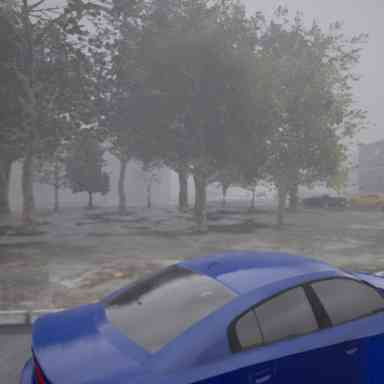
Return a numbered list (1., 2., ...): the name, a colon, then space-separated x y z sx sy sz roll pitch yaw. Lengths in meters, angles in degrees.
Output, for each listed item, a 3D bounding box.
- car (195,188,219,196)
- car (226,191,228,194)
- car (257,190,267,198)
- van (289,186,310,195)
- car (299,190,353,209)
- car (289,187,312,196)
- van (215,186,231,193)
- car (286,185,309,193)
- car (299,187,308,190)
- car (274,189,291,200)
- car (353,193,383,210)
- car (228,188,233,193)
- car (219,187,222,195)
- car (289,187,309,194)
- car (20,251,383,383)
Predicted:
1. car: 3.027 0.092 73.686 4.553 1.767 2.185 0 1 15
2. car: 5.892 -0.078 84.345 4.892 1.521 2.231 0 1 15
3. car: 13.361 0.354 63.341 1.812 1.442 4.674 -1 1 13
4. van: 24.039 -0.308 74.693 4.442 1.987 1.878 0 2 15
5. car: 12.767 0.866 32.680 1.882 1.535 5.008 -1 1 -23
6. car: 23.417 -0.132 71.852 4.553 1.767 2.185 0 1 15
7. van: 8.904 -0.632 94.943 4.442 1.987 1.878 0 2 15
8. car: 27.807 -0.744 87.933 5.566 2.045 2.435 0 2 15
9. car: 21.929 0.156 66.630 4.792 1.488 2.163 0 1 15
10. car: 14.734 0.584 55.211 1.895 1.301 4.718 -1 1 9
11. car: 16.998 0.842 31.058 1.882 1.535 5.008 0 1 -19
12. car: 7.315 -0.493 89.662 5.566 2.045 2.435 0 2 15
13. car: 3.719 0.147 76.363 5.008 1.535 2.097 0 1 15
14. car: 25.615 -0.367 79.898 4.553 1.767 2.185 0 2 15
15. car: 0.944 1.415 3.619 5.008 1.535 1.882 -1 1 -30
